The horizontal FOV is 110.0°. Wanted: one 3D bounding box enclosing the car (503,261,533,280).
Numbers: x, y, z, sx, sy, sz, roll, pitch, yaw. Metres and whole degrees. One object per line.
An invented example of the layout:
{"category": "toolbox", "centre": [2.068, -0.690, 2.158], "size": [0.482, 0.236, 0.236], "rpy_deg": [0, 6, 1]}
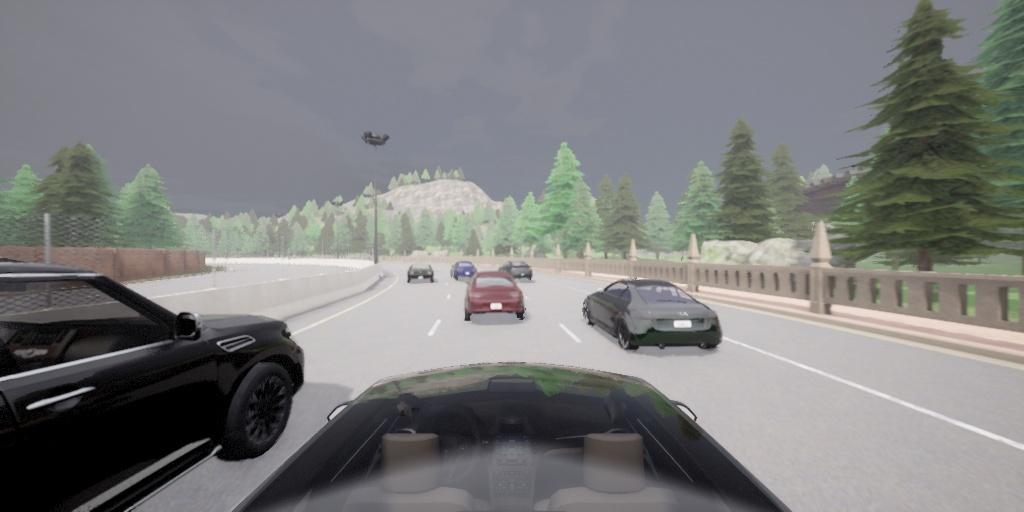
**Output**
{"category": "car", "centre": [0.165, 1.092, 27.420], "size": [2.128, 1.511, 4.902], "rpy_deg": [0, 0, -14]}

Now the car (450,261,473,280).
{"category": "car", "centre": [-3.947, 1.132, 29.288], "size": [1.812, 1.442, 4.674], "rpy_deg": [0, 0, -15]}

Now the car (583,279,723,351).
{"category": "car", "centre": [3.151, 1.260, 8.878], "size": [1.994, 1.385, 4.181], "rpy_deg": [0, 0, -4]}

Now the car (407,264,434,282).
{"category": "car", "centre": [-7.034, 1.230, 27.524], "size": [1.895, 1.301, 4.718], "rpy_deg": [0, 0, -15]}

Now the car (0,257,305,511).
{"category": "car", "centre": [-3.504, 0.985, 1.854], "size": [2.150, 2.045, 5.566], "rpy_deg": [0, 0, 0]}

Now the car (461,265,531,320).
{"category": "car", "centre": [-0.683, 1.217, 12.277], "size": [1.812, 1.442, 4.674], "rpy_deg": [0, 0, -6]}
